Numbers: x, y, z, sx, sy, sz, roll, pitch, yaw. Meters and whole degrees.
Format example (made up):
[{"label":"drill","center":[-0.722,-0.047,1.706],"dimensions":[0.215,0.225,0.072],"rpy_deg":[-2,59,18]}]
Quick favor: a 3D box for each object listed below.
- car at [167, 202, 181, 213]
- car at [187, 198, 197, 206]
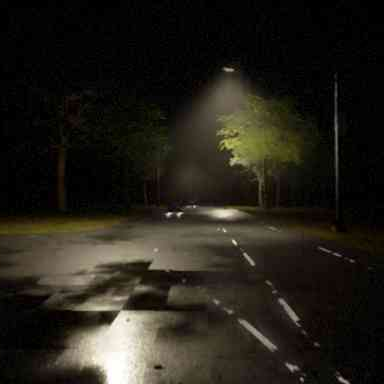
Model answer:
[{"label":"car","center":[-2.668,2.293,50.543],"dimensions":[1.882,1.535,5.008],"rpy_deg":[0,-1,1]},{"label":"car","center":[0.089,2.704,88.555],"dimensions":[2.150,2.045,5.566],"rpy_deg":[-1,-1,8]}]
